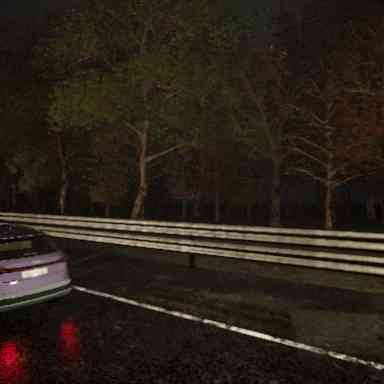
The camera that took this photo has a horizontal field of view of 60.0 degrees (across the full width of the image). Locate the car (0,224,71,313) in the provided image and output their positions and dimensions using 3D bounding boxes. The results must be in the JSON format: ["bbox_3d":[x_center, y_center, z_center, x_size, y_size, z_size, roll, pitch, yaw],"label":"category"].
[{"bbox_3d":[-4.579,1.506,7.166,4.856,1.649,2.033,-1,0,36],"label":"car"}]
